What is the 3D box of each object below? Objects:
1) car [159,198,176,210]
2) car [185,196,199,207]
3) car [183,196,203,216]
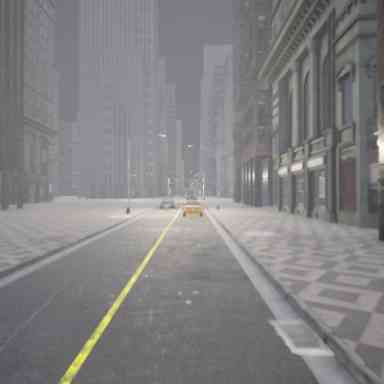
[{"bbox_3d":[-3.091,1.532,42.769,1.812,1.442,4.674,0,0,0],"label":"car"},{"bbox_3d":[-0.008,1.441,51.750,2.033,1.649,4.856,0,0,0],"label":"car"},{"bbox_3d":[0.081,1.464,32.423,1.801,1.575,5.366,0,0,0],"label":"car"}]
